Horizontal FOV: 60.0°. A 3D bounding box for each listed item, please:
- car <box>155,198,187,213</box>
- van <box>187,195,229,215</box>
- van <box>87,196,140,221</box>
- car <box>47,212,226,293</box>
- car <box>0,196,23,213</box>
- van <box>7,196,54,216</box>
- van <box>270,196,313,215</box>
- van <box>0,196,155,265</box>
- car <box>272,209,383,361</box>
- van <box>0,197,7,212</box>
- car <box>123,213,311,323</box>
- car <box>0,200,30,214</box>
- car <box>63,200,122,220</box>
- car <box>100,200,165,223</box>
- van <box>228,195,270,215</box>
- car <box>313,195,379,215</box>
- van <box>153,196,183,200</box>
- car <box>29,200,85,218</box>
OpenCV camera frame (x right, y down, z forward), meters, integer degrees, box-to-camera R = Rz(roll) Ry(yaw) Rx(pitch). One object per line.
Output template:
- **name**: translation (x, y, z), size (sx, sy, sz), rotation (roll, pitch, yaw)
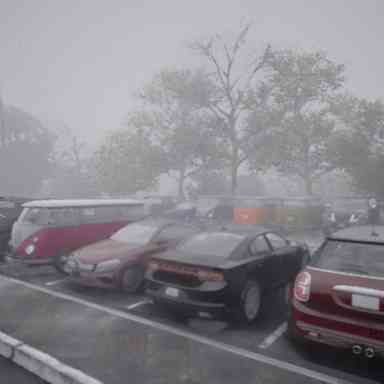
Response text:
- **car**: translation (-0.152, 1.461, 24.436), size (2.097, 1.535, 5.008), rotation (-1, 0, 36)
- **van**: translation (1.906, 1.219, 22.812), size (1.878, 1.987, 4.442), rotation (0, 0, 36)
- **van**: translation (-6.845, 1.338, 29.366), size (1.878, 1.987, 4.442), rotation (-1, -1, 36)
- **car**: translation (-1.142, 1.507, 9.053), size (2.002, 1.452, 4.674), rotation (0, 0, 36)
- **car**: translation (-24.911, 1.592, 42.195), size (2.435, 2.045, 5.566), rotation (-1, -1, 36)
- **van**: translation (-18.105, 1.508, 37.431), size (1.878, 1.987, 4.442), rotation (-1, 0, 36)
- **van**: translation (6.552, 1.240, 19.771), size (1.878, 1.987, 4.442), rotation (0, 0, 36)
- **van**: translation (-3.467, 1.231, 10.572), size (1.878, 1.987, 4.442), rotation (0, 0, 36)
- **car**: translation (3.353, 1.362, 5.792), size (2.185, 1.767, 4.553), rotation (0, 0, 36)
- **van**: translation (-27.209, 1.670, 43.952), size (1.878, 1.987, 4.442), rotation (-1, -1, 36)
- **car**: translation (1.111, 1.477, 7.430), size (2.097, 1.535, 5.008), rotation (0, 0, 36)
- **car**: translation (-22.781, 1.801, 40.408), size (1.946, 1.575, 5.366), rotation (-1, -1, 36)
- **car**: translation (-9.166, 1.599, 30.878), size (2.231, 1.521, 4.892), rotation (-1, 0, 36)
- **car**: translation (-4.765, 1.527, 27.506), size (1.946, 1.575, 5.366), rotation (-1, 0, 36)
- **van**: translation (4.402, 1.230, 21.311), size (1.878, 1.987, 4.442), rotation (0, 0, 36)
- **car**: translation (8.720, 1.225, 18.040), size (2.435, 2.045, 5.566), rotation (0, 0, 36)
- **van**: translation (-2.478, 1.270, 25.951), size (1.878, 1.987, 4.442), rotation (-1, 0, 36)
- **car**: translation (-13.772, 1.667, 34.177), size (2.097, 1.535, 5.008), rotation (-1, -1, 36)
